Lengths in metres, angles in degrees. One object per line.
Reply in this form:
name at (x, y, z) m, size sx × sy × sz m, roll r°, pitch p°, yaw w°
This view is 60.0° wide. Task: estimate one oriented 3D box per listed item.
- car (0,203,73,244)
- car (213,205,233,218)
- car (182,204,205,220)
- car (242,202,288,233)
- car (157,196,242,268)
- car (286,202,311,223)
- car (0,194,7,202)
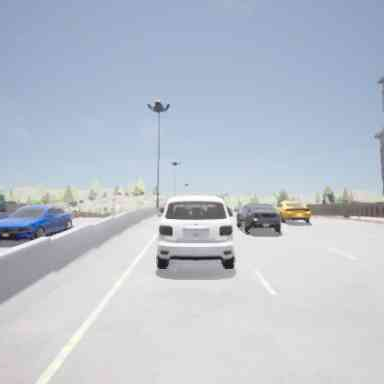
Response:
car at (-7.068, 1.352, 15.130) m, size 1.882 × 1.535 × 5.008 m, roll 0°, pitch 0°, yaw 0°
car at (3.612, 2.347, 39.355) m, size 1.994 × 1.385 × 4.181 m, roll 0°, pitch -5°, yaw 0°
car at (0.109, 1.772, 30.011) m, size 1.895 × 1.301 × 4.718 m, roll 0°, pitch -3°, yaw 0°
car at (3.605, 1.376, 18.563) m, size 1.837 × 1.490 × 4.892 m, roll 0°, pitch 0°, yaw 0°
car at (0.103, 1.131, 11.069) m, size 2.150 × 2.045 × 5.566 m, roll 0°, pitch 1°, yaw 0°
car at (7.108, 1.443, 24.455) m, size 1.882 × 1.535 × 5.008 m, roll 0°, pitch -1°, yaw 0°
car at (-14.020, 1.122, 21.296) m, size 2.150 × 2.045 × 5.566 m, roll 0°, pitch -1°, yaw 0°
